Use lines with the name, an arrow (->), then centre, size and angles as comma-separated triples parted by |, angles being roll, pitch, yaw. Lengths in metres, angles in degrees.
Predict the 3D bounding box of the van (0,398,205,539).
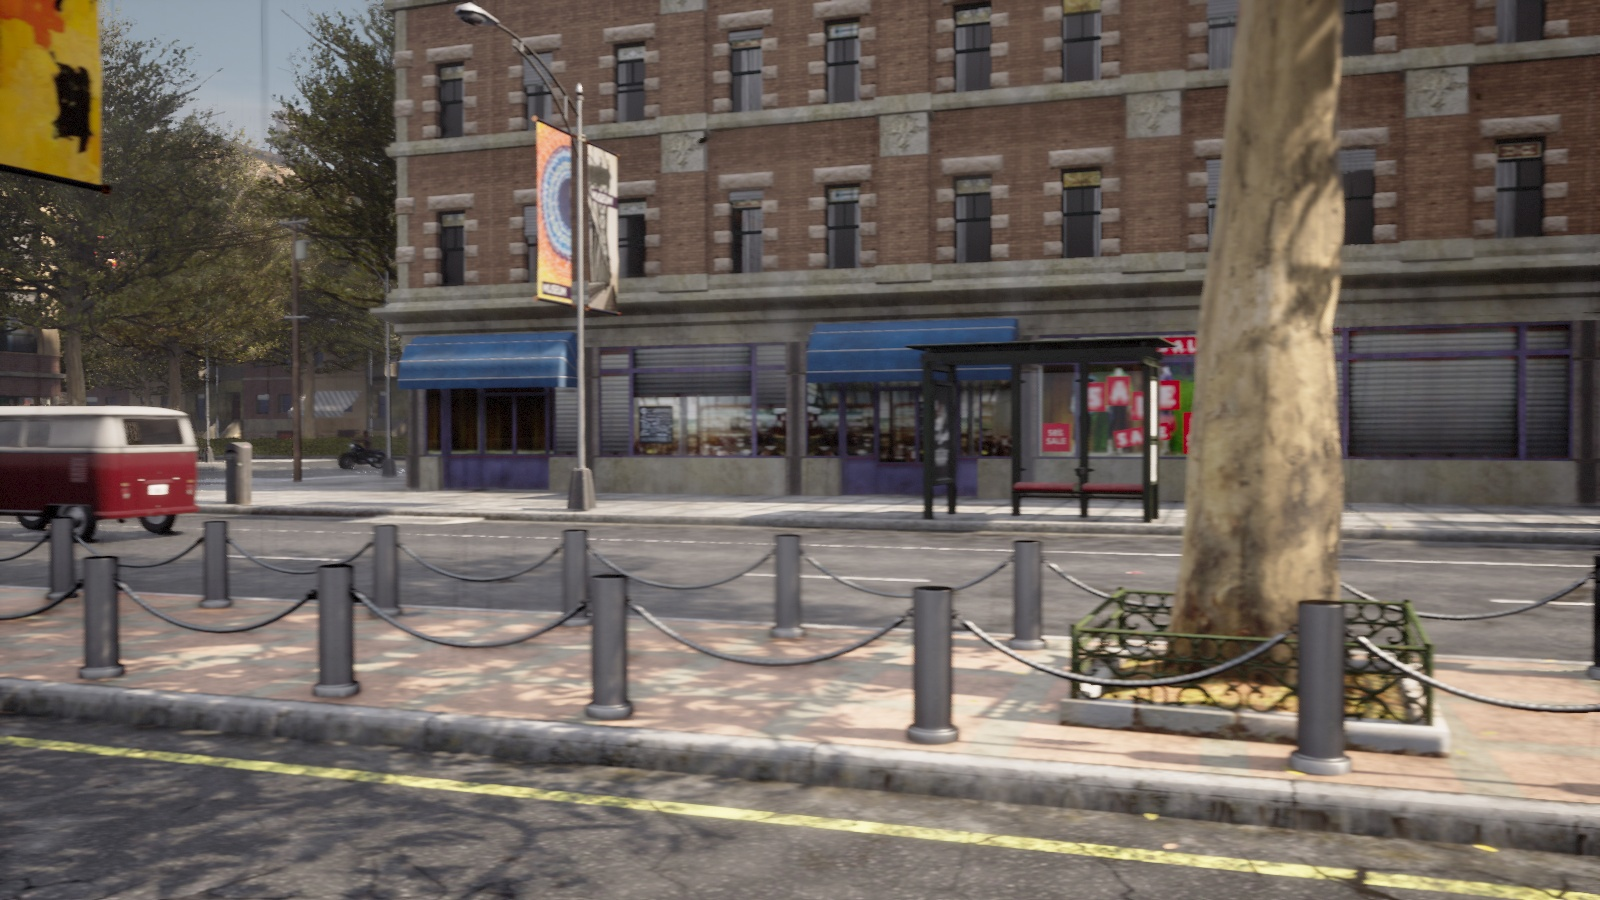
van -> -11.560, 0.228, 19.211 | 4.442, 1.987, 1.775 | 1, 1, 19

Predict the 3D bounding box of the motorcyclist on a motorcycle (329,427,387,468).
motorcyclist on a motorcycle -> -18.305, -0.126, 52.105 | 0.766, 1.649, 2.350 | 2, 2, 29
